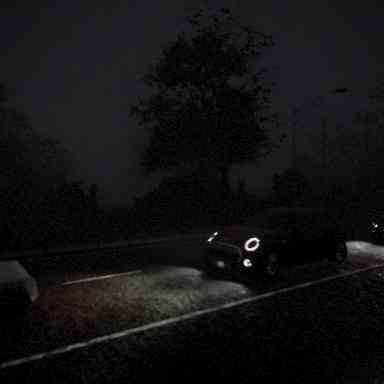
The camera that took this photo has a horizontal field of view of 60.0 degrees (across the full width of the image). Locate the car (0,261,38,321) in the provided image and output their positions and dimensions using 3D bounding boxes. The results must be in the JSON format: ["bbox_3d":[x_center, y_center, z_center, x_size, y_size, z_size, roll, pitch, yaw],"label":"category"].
[{"bbox_3d":[-4.919,1.608,4.742,4.718,1.301,1.895,-1,0,-35],"label":"car"}]

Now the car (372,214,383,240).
[{"bbox_3d":[10.070,1.366,14.993,4.892,1.490,1.837,-1,0,-33],"label":"car"}]

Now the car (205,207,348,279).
[{"bbox_3d":[2.602,1.285,9.993,4.553,1.767,2.097,-1,0,-34],"label":"car"}]
